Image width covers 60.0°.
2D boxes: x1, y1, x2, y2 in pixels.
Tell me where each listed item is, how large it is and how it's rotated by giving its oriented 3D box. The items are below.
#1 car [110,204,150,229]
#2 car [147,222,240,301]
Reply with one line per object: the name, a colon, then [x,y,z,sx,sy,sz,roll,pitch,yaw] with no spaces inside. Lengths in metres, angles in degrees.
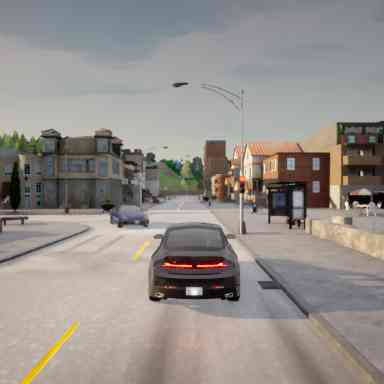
car: [-4.204,1.526,22.044,1.812,1.442,4.674,2,-1,-24]
car: [0.062,1.505,8.294,1.837,1.490,4.892,0,0,1]
